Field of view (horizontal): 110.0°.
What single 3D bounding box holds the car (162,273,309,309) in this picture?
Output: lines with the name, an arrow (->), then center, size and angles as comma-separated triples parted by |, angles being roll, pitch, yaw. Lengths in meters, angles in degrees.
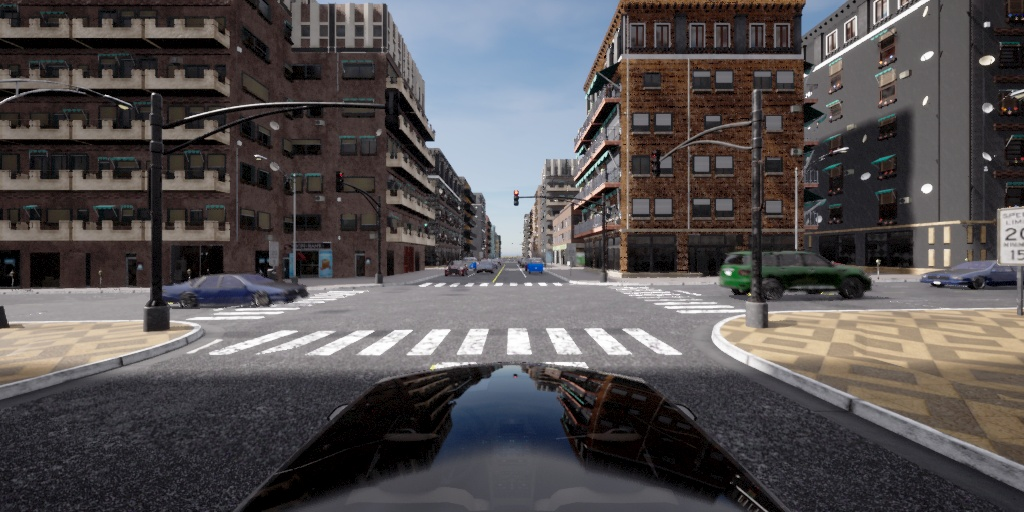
car -> -11.813, 1.440, 15.409 | 5.357, 1.411, 2.033 | -1, 0, 0

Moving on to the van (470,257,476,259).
van -> -5.504, 1.079, 47.036 | 1.690, 1.789, 3.998 | 0, 0, 0

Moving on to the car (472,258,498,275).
car -> -2.926, 1.288, 40.180 | 2.033, 1.411, 5.357 | 0, 0, 0

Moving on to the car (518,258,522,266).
car -> 2.450, 1.301, 58.215 | 1.948, 1.339, 4.313 | 0, 0, 0

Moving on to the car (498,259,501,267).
car -> -2.942, 1.338, 51.500 | 1.895, 1.301, 4.718 | 0, 0, 0

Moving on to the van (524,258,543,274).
van -> 2.613, 1.081, 40.849 | 1.690, 1.789, 3.998 | 0, 0, 0

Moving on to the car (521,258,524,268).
car -> 2.565, 1.284, 47.053 | 1.888, 1.381, 4.507 | 0, 0, 0

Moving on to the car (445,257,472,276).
car -> -5.515, 1.182, 35.872 | 1.967, 1.591, 4.097 | 0, 0, 0

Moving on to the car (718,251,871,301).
car -> 11.987, 0.790, 15.469 | 5.566, 2.045, 2.150 | -1, 0, 0

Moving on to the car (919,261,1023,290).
car -> 24.394, 0.943, 18.351 | 5.357, 1.411, 2.033 | -1, 0, 0
